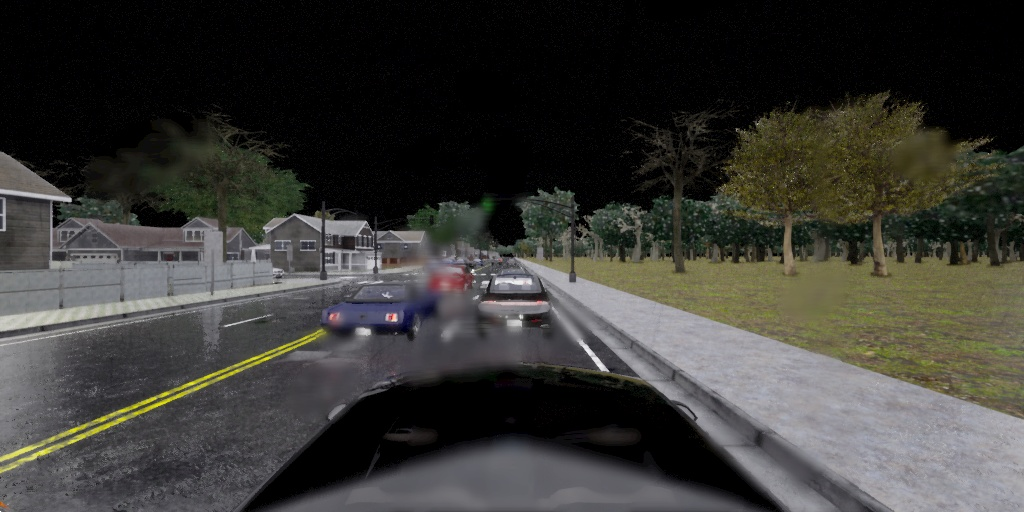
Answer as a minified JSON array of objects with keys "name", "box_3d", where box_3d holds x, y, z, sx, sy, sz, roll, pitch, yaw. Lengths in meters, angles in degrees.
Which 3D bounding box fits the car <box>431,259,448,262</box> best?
[{"name":"car","box_3d":[-9.879,1.267,46.061,1.812,1.442,4.674,0,0,0]}]

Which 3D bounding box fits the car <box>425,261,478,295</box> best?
[{"name":"car","box_3d":[-3.170,1.227,19.556,1.882,1.535,5.008,0,0,0]}]

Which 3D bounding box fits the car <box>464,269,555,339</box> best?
[{"name":"car","box_3d":[0.087,1.242,10.098,2.128,1.511,4.902,0,0,0]}]

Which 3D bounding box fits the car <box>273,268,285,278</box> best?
[{"name":"car","box_3d":[-22.530,1.306,31.418,4.674,1.442,1.812,0,0,0]}]

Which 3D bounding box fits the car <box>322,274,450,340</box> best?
[{"name":"car","box_3d":[-3.155,1.351,9.936,1.895,1.301,4.718,0,0,0]}]

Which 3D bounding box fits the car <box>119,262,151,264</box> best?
[{"name":"car","box_3d":[-32.684,1.289,31.441,4.902,1.511,2.128,0,0,0]}]

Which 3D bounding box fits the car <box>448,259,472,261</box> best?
[{"name":"car","box_3d":[-6.646,1.305,46.080,1.994,1.385,4.181,0,0,0]}]

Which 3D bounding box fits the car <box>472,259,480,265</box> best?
[{"name":"car","box_3d":[-6.650,1.333,56.042,1.895,1.301,4.718,0,0,0]}]

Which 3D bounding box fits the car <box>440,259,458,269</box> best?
[{"name":"car","box_3d":[-9.899,1.210,56.421,1.882,1.535,5.008,0,0,0]}]
